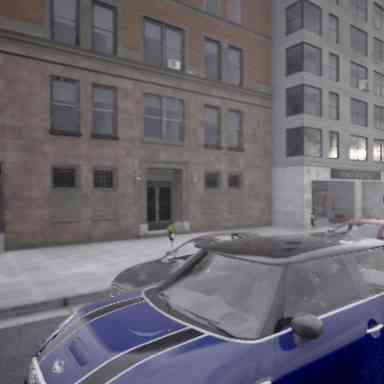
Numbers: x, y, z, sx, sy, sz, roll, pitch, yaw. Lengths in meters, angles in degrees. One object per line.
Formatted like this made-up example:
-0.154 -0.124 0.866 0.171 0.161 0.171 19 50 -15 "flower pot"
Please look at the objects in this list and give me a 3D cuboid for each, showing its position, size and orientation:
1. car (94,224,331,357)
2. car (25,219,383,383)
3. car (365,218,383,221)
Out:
0.571 1.532 6.592 4.403 1.369 2.008 0 0 -35 "car"
0.701 1.340 3.625 4.553 1.767 2.097 0 0 -34 "car"
5.200 1.500 9.886 4.507 1.381 1.887 0 0 -35 "car"
